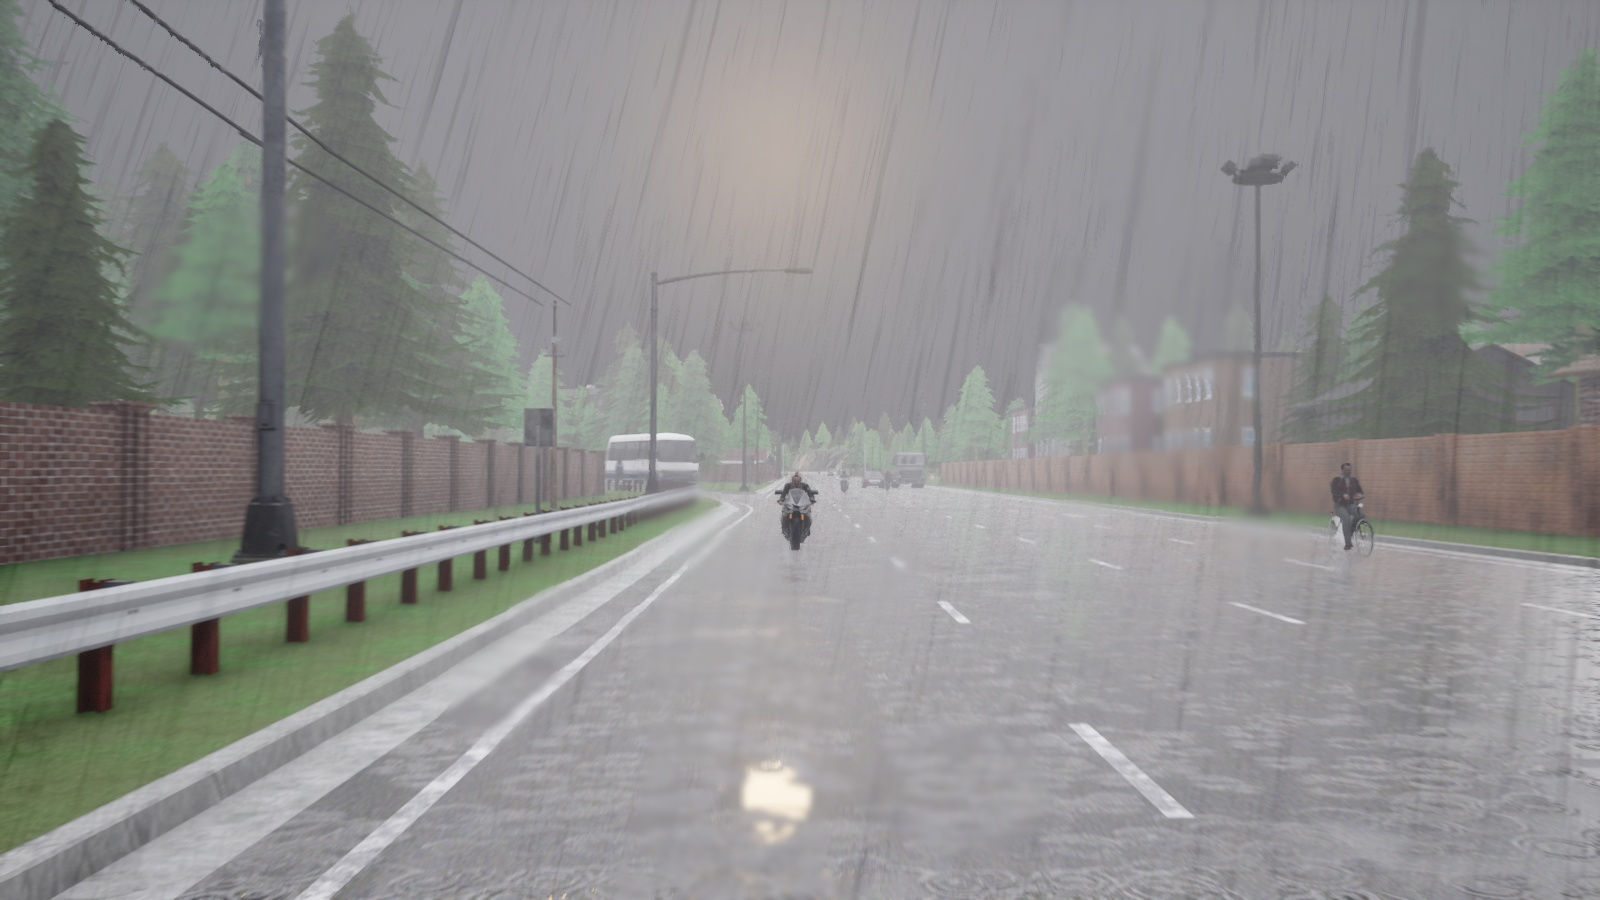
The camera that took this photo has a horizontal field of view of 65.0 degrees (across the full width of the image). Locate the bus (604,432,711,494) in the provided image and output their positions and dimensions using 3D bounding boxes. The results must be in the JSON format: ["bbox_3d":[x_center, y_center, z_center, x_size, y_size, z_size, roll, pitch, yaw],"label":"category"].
[{"bbox_3d":[-10.558,1.019,91.735,3.944,4.253,10.273,1,-1,-30],"label":"bus"}]

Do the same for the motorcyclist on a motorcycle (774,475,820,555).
[{"bbox_3d":[-0.059,1.272,25.181,0.866,1.530,2.191,0,-1,0],"label":"motorcyclist on a motorcycle"}]

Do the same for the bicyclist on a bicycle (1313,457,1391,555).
[{"bbox_3d":[10.441,1.043,23.821,0.659,1.776,1.843,0,-1,0],"label":"bicyclist on a bicycle"}]
